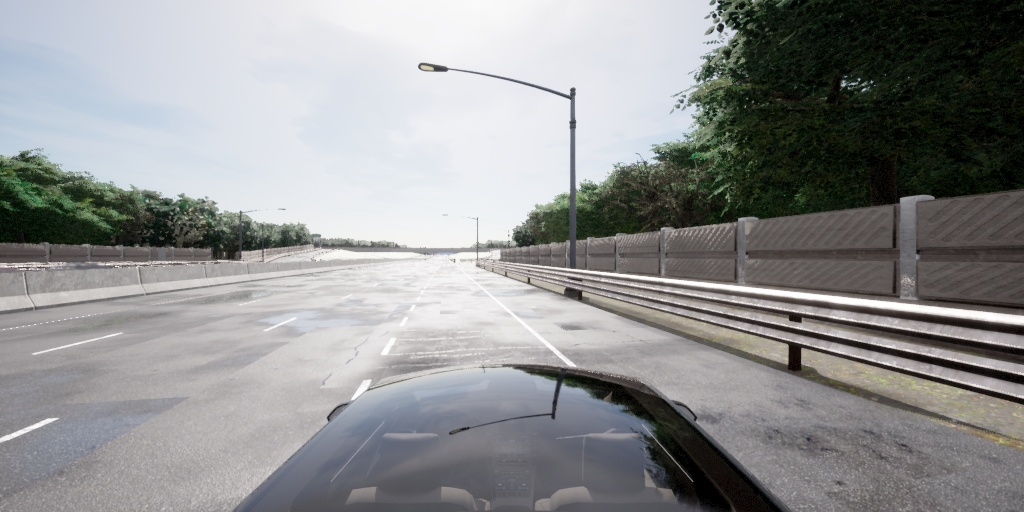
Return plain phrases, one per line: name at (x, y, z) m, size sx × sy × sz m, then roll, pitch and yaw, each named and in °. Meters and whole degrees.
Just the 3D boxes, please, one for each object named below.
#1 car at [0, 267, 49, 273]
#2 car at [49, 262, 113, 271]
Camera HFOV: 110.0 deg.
car at (-27.998, 1.278, 18.740) m, size 1.812 × 1.442 × 4.674 m, roll 0°, pitch 0°, yaw -11°
car at (-33.108, 1.238, 27.084) m, size 1.882 × 1.535 × 5.008 m, roll 0°, pitch 0°, yaw -10°
